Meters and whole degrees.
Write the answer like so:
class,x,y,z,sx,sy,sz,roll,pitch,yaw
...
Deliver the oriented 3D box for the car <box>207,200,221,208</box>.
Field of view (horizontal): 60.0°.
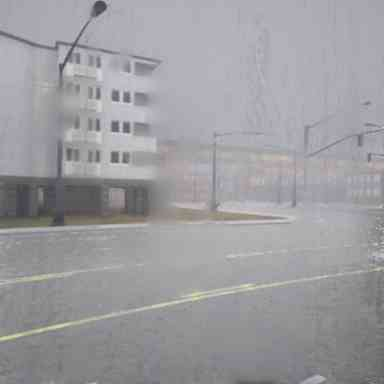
class,x,y,z,sx,sy,sz,roll,pitch,yaw
car,3.894,2.034,58.467,1.895,1.301,4.718,1,0,-4
